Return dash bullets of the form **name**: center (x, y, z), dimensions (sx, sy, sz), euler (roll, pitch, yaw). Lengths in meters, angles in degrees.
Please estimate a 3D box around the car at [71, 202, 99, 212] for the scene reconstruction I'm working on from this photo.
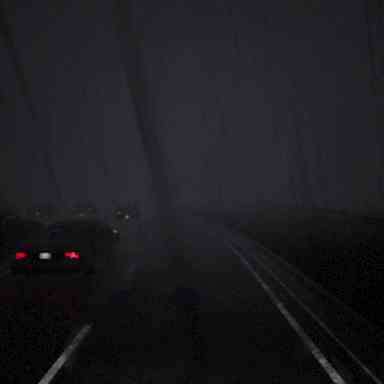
- **car**: center (-9.093, 1.556, 28.281), dimensions (2.128, 1.511, 4.902), euler (0, 0, -12)

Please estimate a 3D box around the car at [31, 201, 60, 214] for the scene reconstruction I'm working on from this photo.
- **car**: center (-12.794, 1.543, 28.902), dimensions (1.882, 1.535, 5.008), euler (0, 0, -12)

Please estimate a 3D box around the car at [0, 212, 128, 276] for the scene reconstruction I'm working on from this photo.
- **car**: center (-3.561, 1.572, 10.424), dimensions (2.033, 1.411, 5.357), euler (0, 0, -2)

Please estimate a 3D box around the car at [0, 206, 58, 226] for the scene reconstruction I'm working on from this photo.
- **car**: center (-7.160, 1.521, 12.607), dimensions (2.128, 1.511, 4.902), euler (0, 0, -2)

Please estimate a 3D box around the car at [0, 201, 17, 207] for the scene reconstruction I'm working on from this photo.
- **car**: center (-16.251, 1.542, 28.358), dimensions (1.882, 1.535, 5.008), euler (0, 0, -12)

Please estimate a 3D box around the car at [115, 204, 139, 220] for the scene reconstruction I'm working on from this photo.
- **car**: center (-5.503, 1.665, 28.228), dimensions (1.895, 1.301, 4.718), euler (0, 0, -12)
